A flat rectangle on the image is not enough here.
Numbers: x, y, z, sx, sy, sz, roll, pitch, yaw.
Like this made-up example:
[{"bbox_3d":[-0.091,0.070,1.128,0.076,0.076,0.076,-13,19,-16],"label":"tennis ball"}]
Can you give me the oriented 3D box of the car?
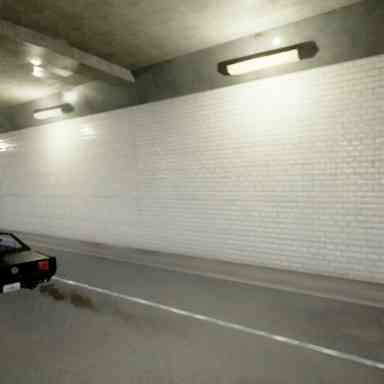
[{"bbox_3d":[-5.307,1.565,7.783,4.718,1.301,1.895,0,0,36],"label":"car"}]
